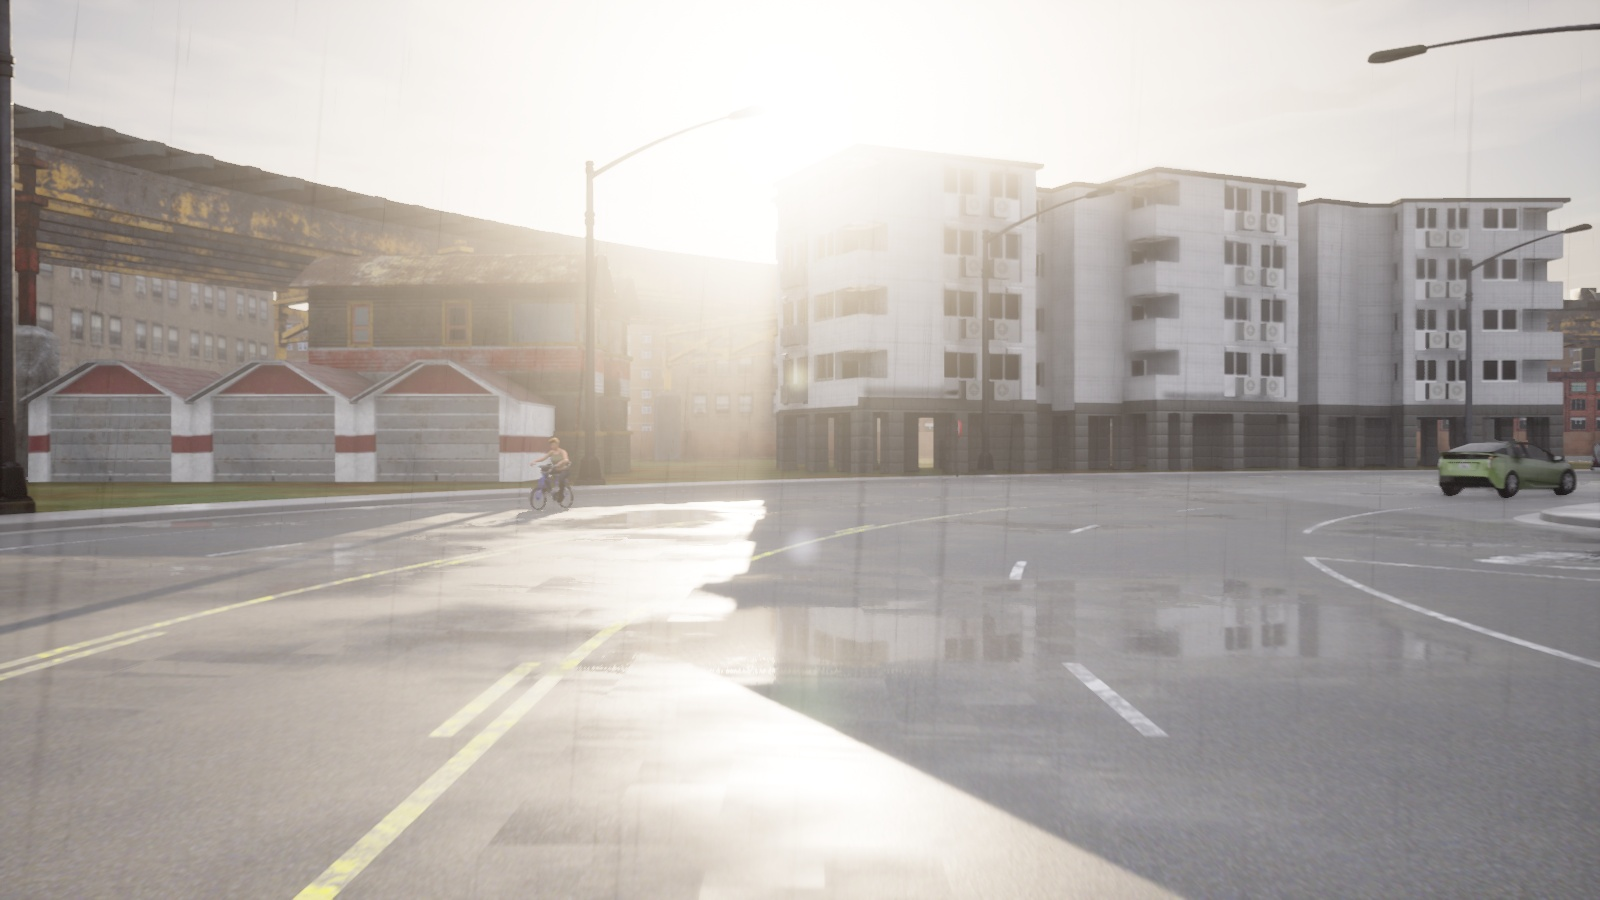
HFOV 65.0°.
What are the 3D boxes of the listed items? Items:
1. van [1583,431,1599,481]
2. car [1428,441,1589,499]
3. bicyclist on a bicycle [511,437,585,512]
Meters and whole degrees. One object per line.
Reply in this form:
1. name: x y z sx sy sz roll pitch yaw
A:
1. van: 34.281 0.242 50.605 4.442 1.987 1.775 0 0 -5
2. car: 19.680 0.513 34.821 4.514 1.525 2.007 0 0 -33
3. bicyclist on a bicycle: -5.572 0.522 27.837 0.866 1.612 1.509 1 1 27
